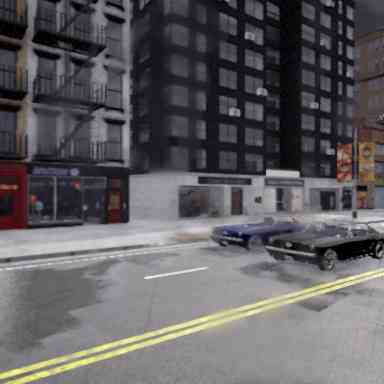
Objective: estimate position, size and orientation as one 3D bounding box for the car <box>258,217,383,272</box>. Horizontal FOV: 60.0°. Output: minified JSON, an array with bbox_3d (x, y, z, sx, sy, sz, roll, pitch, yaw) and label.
[{"bbox_3d":[4.613,1.608,10.967,4.718,1.301,1.895,0,0,-35],"label":"car"}]

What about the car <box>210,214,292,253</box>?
[{"bbox_3d":[3.055,1.609,13.847,4.718,1.301,1.895,0,0,-35],"label":"car"}]
